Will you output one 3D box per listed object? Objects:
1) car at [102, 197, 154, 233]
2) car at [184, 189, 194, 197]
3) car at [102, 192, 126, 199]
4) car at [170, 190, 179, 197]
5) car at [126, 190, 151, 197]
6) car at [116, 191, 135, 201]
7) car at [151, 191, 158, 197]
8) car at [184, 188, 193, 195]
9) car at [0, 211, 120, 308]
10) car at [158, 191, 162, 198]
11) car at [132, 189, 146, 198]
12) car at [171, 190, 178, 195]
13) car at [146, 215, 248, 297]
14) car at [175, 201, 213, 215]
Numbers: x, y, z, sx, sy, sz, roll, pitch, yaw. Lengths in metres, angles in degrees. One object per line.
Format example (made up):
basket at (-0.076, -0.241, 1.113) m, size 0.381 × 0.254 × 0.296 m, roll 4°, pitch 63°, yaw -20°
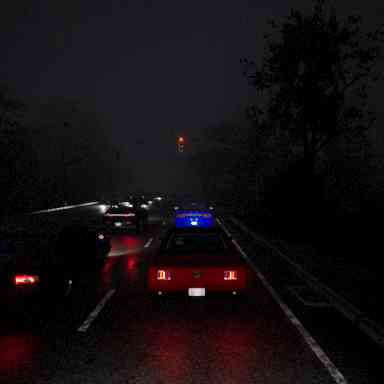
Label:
car at (-3.402, 1.241, 17.773) m, size 2.128 × 1.511 × 4.902 m, roll 0°, pitch 1°, yaw 0°
car at (-0.564, 0.304, 76.171) m, size 1.882 × 1.535 × 5.008 m, roll 0°, pitch 1°, yaw -2°
car at (-10.621, 0.927, 44.530) m, size 1.895 × 1.301 × 4.718 m, roll 0°, pitch 1°, yaw 0°
car at (-4.048, 0.362, 75.662) m, size 2.033 × 1.411 × 5.357 m, roll 0°, pitch 1°, yaw -2°
car at (-7.069, 0.682, 44.291) m, size 2.097 × 1.767 × 4.553 m, roll 0°, pitch 1°, yaw -1°
car at (-10.674, 0.670, 53.850) m, size 2.128 × 1.511 × 4.902 m, roll 0°, pitch 1°, yaw -1°
car at (-7.173, 0.726, 53.872) m, size 2.033 × 1.411 × 5.357 m, roll 0°, pitch 1°, yaw 0°
car at (-1.054, -0.072, 86.282) m, size 2.097 × 1.767 × 4.553 m, roll 0°, pitch 1°, yaw -3°
car at (-3.402, 1.452, 7.998) m, size 2.033 × 1.411 × 5.357 m, roll 0°, pitch 1°, yaw 0°
car at (-7.332, 0.503, 68.941) m, size 1.994 × 1.385 × 4.181 m, roll 0°, pitch 1°, yaw -1°
car at (-10.819, 0.303, 68.261) m, size 2.097 × 1.767 × 4.553 m, roll 0°, pitch 1°, yaw -1°
car at (-4.550, 0.101, 86.115) m, size 1.812 × 1.442 × 4.674 m, roll 0°, pitch 1°, yaw -3°
car at (0.099, 1.501, 8.280) m, size 1.895 × 1.301 × 4.718 m, roll 0°, pitch 1°, yaw 0°
car at (0.098, 1.230, 17.622) m, size 1.882 × 1.535 × 5.008 m, roll 0°, pitch 1°, yaw 0°
